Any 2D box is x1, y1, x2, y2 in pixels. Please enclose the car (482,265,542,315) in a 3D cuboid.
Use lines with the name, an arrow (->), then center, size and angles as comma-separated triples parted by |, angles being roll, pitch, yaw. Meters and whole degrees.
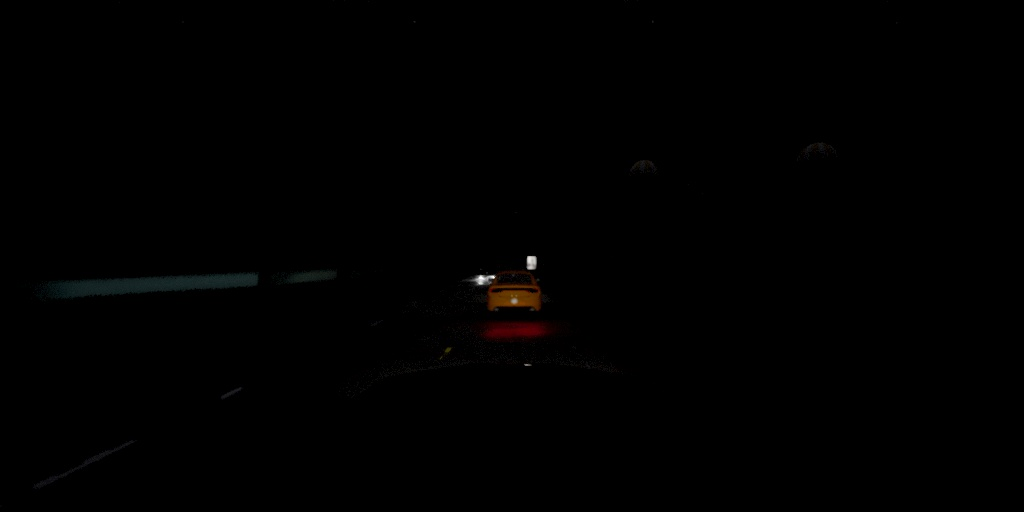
car -> 0.085, 1.293, 13.915 | 1.882, 1.535, 5.008 | 0, 0, 0

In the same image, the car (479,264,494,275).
car -> -2.843, 1.622, 42.985 | 1.895, 1.301, 4.718 | 0, -1, 0

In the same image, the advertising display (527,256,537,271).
advertising display -> 3.126, 1.195, 57.236 | 1.540, 2.440, 0.280 | 0, 0, 0
